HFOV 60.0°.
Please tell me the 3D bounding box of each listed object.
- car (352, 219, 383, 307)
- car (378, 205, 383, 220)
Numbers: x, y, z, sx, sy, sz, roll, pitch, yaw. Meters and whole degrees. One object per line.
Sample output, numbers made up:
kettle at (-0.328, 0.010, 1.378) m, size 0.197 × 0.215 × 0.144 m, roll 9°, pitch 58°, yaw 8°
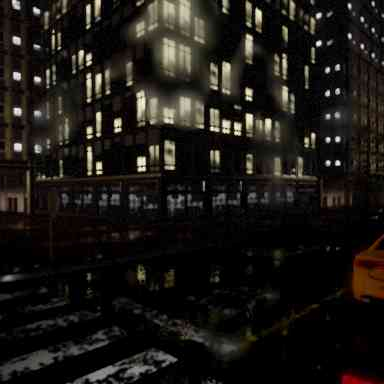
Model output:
car at (5.148, 1.461, 7.094) m, size 5.008 × 1.535 × 1.882 m, roll 0°, pitch 0°, yaw -44°
car at (15.853, 1.373, 25.562) m, size 4.097 × 1.590 × 1.967 m, roll 0°, pitch 0°, yaw -44°
